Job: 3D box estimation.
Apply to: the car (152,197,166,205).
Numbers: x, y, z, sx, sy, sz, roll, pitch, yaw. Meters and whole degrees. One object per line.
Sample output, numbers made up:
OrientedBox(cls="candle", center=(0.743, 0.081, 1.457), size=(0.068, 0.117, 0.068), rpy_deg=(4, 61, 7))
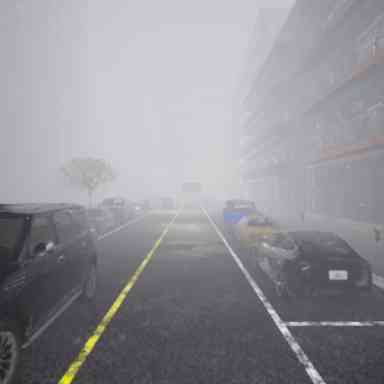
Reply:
OrientedBox(cls="car", center=(-5.707, 1.592, 57.896), size=(1.947, 1.339, 4.313), rpy_deg=(0, 0, 0))

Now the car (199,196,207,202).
OrientedBox(cls="car", center=(2.669, 1.602, 79.989), size=(1.887, 1.381, 4.507), rpy_deg=(0, 0, 0))

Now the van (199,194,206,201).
OrientedBox(cls="van", center=(2.667, 1.408, 85.512), size=(1.690, 1.788, 3.998), rpy_deg=(0, 0, 0))

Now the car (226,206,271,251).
OrientedBox(cls="car", center=(2.685, 1.524, 13.885), size=(1.752, 1.417, 4.829), rpy_deg=(0, 0, 0))

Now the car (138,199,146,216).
OrientedBox(cls="car", center=(-5.700, 1.556, 30.283), size=(2.008, 1.369, 4.403), rpy_deg=(0, 0, 0))

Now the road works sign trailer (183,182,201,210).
OrientedBox(cls="road works sign trailer", center=(-0.010, 0.478, 43.228), size=(2.380, 3.560, 2.880), rpy_deg=(0, 0, 0))

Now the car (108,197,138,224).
OrientedBox(cls="car", center=(-5.699, 1.317, 24.759), size=(2.192, 1.841, 5.009), rpy_deg=(0, 0, 0))

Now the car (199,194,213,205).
OrientedBox(cls="car", center=(2.674, 1.577, 57.898), size=(2.008, 1.369, 4.403), rpy_deg=(0, 0, 0))

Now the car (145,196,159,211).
OrientedBox(cls="car", center=(-5.703, 1.563, 41.328), size=(2.008, 1.369, 4.403), rpy_deg=(0, 0, 0))

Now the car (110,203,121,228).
OrientedBox(cls="car", center=(-5.698, 1.566, 19.237), size=(1.947, 1.339, 4.313), rpy_deg=(0, 0, 0))

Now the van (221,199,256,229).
OrientedBox(cls="van", center=(2.683, 1.341, 19.239), size=(1.690, 1.788, 3.998), rpy_deg=(0, 0, 0))

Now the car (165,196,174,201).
OrientedBox(cls="car", center=(-5.713, 1.617, 85.511), size=(2.008, 1.369, 4.403), rpy_deg=(0, 0, 0))

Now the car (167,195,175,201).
OrientedBox(cls="car", center=(-5.715, 1.516, 91.034), size=(1.967, 1.590, 4.097), rpy_deg=(0, 0, 0))

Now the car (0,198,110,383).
OrientedBox(cls="car", center=(-3.085, 1.221, 5.234), size=(2.150, 2.045, 5.566), rpy_deg=(0, 0, -1))

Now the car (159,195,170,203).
OrientedBox(cls="car", center=(-5.710, 1.480, 68.943), size=(1.967, 1.590, 4.097), rpy_deg=(0, 0, 0))

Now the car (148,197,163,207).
OrientedBox(cls="car", center=(-5.705, 1.565, 52.373), size=(1.887, 1.381, 4.507), rpy_deg=(0, 0, 0))

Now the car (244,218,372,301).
OrientedBox(cls="car", center=(2.686, 1.565, 8.192), size=(1.947, 1.339, 4.313), rpy_deg=(0, 0, 0))

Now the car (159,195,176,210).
OrientedBox(cls="car", center=(-3.093, 1.517, 42.566), size=(1.837, 1.490, 4.892), rpy_deg=(0, 0, 0))

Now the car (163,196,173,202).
OrientedBox(cls="car", center=(-5.712, 1.608, 79.987), size=(2.008, 1.369, 4.403), rpy_deg=(0, 0, 0))
